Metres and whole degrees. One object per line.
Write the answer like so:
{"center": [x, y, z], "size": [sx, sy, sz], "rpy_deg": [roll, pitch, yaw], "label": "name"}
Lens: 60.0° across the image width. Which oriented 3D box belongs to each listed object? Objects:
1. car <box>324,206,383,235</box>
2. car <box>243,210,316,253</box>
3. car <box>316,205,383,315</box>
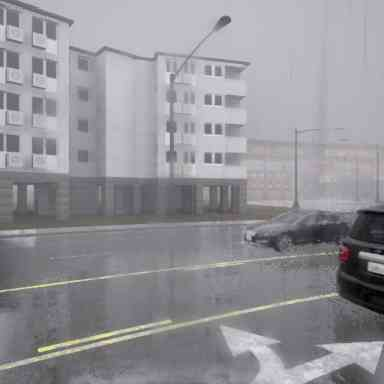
{"center": [10.532, 1.547, 19.149], "size": [5.357, 1.411, 2.033], "rpy_deg": [0, 0, -16], "label": "car"}
{"center": [4.477, 1.492, 13.542], "size": [4.902, 1.511, 2.128], "rpy_deg": [0, 0, -20], "label": "car"}
{"center": [5.244, 1.224, 6.107], "size": [5.566, 2.045, 2.150], "rpy_deg": [0, 0, -24], "label": "car"}
